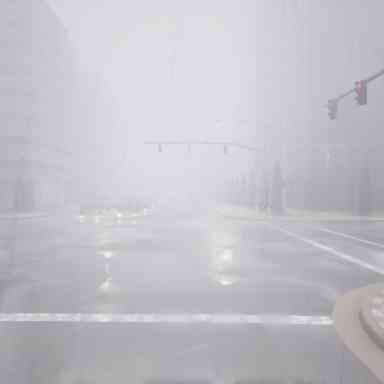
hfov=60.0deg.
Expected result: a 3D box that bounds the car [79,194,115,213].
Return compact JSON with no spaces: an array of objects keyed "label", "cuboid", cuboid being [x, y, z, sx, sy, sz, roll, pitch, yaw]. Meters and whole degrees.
[{"label":"car","cuboid":[-10.572,1.221,36.703,2.150,2.045,5.566,0,0,0]}]

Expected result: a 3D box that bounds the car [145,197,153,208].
[{"label":"car","cuboid":[-7.060,1.526,47.033,1.812,1.442,4.674,0,0,-1]}]

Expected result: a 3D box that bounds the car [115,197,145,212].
[{"label":"car","cuboid":[-7.072,1.352,38.049,2.097,1.767,4.553,0,0,0]}]

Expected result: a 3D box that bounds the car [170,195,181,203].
[{"label":"car","cuboid":[-3.450,1.505,66.646,1.837,1.490,4.892,0,0,0]}]

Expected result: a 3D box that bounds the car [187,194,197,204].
[{"label":"car","cuboid":[0.049,1.547,66.074,2.033,1.411,5.357,0,0,0]}]

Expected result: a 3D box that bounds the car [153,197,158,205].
[{"label":"car","cuboid":[-7.041,1.564,56.913,1.994,1.385,4.181,0,0,0]}]

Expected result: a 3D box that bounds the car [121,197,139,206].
[{"label":"car","cuboid":[-10.541,1.547,56.738,2.033,1.411,5.357,0,0,0]}]

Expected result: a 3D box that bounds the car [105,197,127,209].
[{"label":"car","cuboid":[-10.563,1.478,46.405,1.882,1.535,5.008,0,0,0]}]

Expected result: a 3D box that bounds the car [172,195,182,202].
[{"label":"car","cuboid":[-3.443,1.494,75.974,2.128,1.511,4.902,0,0,0]}]
